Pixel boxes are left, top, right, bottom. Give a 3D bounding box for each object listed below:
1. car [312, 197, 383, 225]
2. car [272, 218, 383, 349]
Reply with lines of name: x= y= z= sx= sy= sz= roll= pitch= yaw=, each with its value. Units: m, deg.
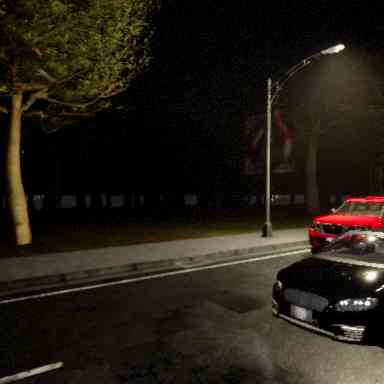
car: x=6.781 y=1.210 z=12.514 sx=5.566 sy=2.045 sz=2.150 roll=0 pitch=0 yaw=-35
car: x=3.570 y=1.484 z=6.232 sx=4.902 sy=1.511 sz=2.128 roll=0 pitch=0 yaw=-35
